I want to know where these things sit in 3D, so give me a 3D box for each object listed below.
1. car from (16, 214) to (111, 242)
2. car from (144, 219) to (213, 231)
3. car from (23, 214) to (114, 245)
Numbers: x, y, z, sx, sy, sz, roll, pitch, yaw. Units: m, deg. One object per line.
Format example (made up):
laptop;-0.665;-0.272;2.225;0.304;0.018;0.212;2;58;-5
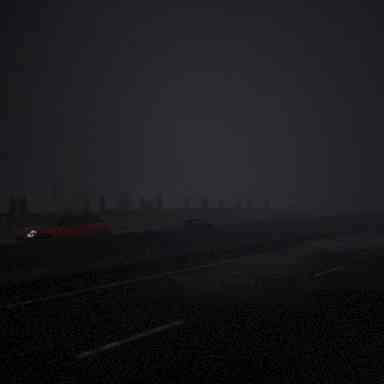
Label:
car;-6.563;1.969;17.258;4.553;1.767;2.097;1;-2;-43
car;-0.385;2.151;18.224;4.718;1.301;1.895;1;-2;-43
car;-7.672;2.234;21.001;4.902;1.511;2.128;0;-2;-43
